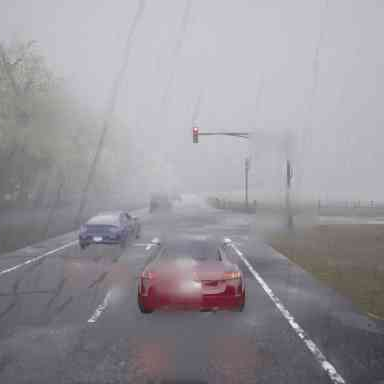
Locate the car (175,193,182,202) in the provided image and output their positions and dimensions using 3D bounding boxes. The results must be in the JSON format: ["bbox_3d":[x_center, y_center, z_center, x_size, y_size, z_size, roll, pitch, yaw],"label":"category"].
[{"bbox_3d":[-3.603,1.229,77.518,2.150,2.045,5.566,0,0,0],"label":"car"}]

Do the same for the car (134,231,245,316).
[{"bbox_3d":[-0.007,1.566,7.640,1.994,1.385,4.181,0,0,0],"label":"car"}]

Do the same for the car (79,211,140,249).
[{"bbox_3d":[-3.417,1.530,14.346,1.812,1.442,4.674,0,0,0],"label":"car"}]

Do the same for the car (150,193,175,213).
[{"bbox_3d":[-3.450,1.229,37.788,2.150,2.045,5.566,0,0,0],"label":"car"}]
